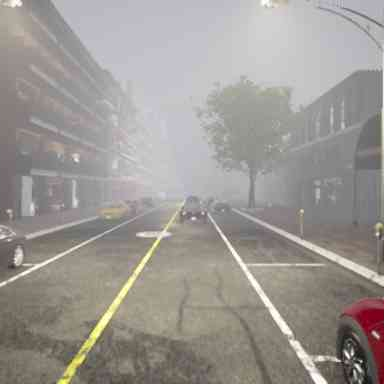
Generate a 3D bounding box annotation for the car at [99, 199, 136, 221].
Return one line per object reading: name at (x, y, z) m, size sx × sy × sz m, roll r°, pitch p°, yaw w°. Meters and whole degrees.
car at (-5.689, 1.355, 25.043) m, size 1.752 × 1.417 × 4.829 m, roll 0°, pitch 0°, yaw 0°

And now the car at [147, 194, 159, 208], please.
car at (-5.687, 1.286, 42.302) m, size 1.947 × 1.339 × 4.313 m, roll 0°, pitch 0°, yaw 0°

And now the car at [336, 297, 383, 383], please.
car at (2.689, 1.422, 2.422) m, size 1.967 × 1.590 × 4.097 m, roll 0°, pitch 0°, yaw 0°

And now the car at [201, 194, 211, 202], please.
car at (2.696, 1.159, 65.085) m, size 1.947 × 1.339 × 4.313 m, roll 0°, pitch 0°, yaw 0°

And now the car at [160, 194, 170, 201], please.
car at (-5.684, 1.145, 70.787) m, size 1.802 × 1.307 × 4.206 m, roll 0°, pitch 0°, yaw 0°

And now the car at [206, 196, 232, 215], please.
car at (2.692, 1.342, 30.907) m, size 2.008 × 1.369 × 4.403 m, roll 0°, pitch 0°, yaw 0°

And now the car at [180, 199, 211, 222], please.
car at (0.103, 1.436, 24.058) m, size 1.895 × 1.301 × 4.718 m, roll 0°, pitch 0°, yaw 0°

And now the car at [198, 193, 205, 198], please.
car at (2.699, 1.034, 93.569) m, size 1.802 × 1.307 × 4.206 m, roll 0°, pitch 0°, yaw 0°

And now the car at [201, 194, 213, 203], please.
car at (2.695, 1.169, 59.389) m, size 1.887 × 1.381 × 4.507 m, roll 0°, pitch 0°, yaw 0°

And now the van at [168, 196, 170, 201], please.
van at (-5.686, 0.934, 65.088) m, size 1.690 × 1.788 × 3.998 m, roll 0°, pitch 0°, yaw 0°

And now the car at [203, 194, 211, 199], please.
car at (2.693, 1.265, 42.298) m, size 1.887 × 1.381 × 4.507 m, roll 0°, pitch 0°, yaw 0°

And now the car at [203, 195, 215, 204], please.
car at (2.694, 1.237, 53.692) m, size 1.802 × 1.307 × 4.206 m, roll 0°, pitch 0°, yaw 0°

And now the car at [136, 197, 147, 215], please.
car at (-5.688, 1.335, 30.910) m, size 1.887 × 1.381 × 4.507 m, roll 0°, pitch 0°, yaw 0°

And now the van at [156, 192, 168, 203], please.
van at (-5.687, 0.965, 59.392) m, size 1.690 × 1.788 × 3.998 m, roll 0°, pitch 0°, yaw 0°

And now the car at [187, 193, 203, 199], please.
car at (0.106, 1.178, 45.617) m, size 1.882 × 1.535 × 5.008 m, roll 0°, pitch 1°, yaw 0°

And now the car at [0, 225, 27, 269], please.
car at (-5.691, 1.494, 8.122) m, size 2.008 × 1.369 × 4.403 m, roll 0°, pitch 0°, yaw 0°

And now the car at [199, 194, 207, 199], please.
car at (2.697, 1.071, 82.175) m, size 1.947 × 1.339 × 4.313 m, roll 0°, pitch 0°, yaw 0°
